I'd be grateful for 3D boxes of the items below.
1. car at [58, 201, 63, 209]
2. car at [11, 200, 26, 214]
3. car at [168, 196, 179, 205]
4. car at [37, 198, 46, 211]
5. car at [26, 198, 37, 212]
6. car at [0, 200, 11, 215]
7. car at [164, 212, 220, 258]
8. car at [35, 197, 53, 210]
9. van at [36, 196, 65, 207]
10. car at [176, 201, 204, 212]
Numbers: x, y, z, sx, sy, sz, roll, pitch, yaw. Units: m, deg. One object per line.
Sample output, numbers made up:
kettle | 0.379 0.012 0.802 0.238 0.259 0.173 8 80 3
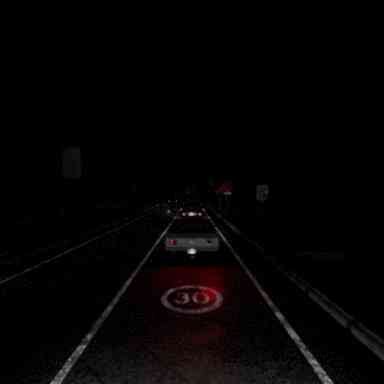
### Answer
car | -22.157 1.842 48.761 4.792 1.488 2.163 0 0 0
car | -22.117 1.736 37.660 5.008 1.535 2.097 0 0 0
car | -3.316 1.533 59.636 1.837 1.490 4.892 0 1 0
car | -22.148 1.804 43.209 4.792 1.488 2.163 0 0 0
car | -22.109 1.756 40.435 4.892 1.521 2.231 0 0 0
car | -22.138 1.592 34.885 4.553 1.767 2.185 0 0 0
car | 0.017 1.696 13.219 1.895 1.301 4.718 0 0 0
car | -21.937 1.790 45.984 5.366 1.575 1.946 0 0 0
van | -22.014 1.606 51.537 4.442 1.987 1.878 0 0 0
car | 0.008 1.722 27.495 2.033 1.411 5.357 0 0 0
